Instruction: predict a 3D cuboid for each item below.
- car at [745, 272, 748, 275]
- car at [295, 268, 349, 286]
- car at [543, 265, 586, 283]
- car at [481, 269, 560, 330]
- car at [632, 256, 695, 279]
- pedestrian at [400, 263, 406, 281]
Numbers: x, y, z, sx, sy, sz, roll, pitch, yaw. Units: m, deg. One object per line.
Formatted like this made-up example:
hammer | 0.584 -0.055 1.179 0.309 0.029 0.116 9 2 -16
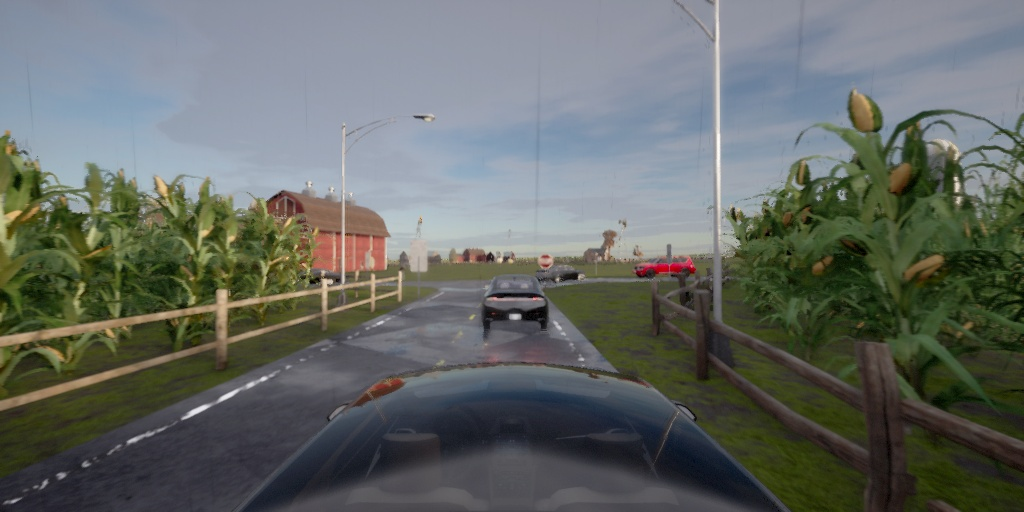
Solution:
car | 25.202 1.178 35.059 4.892 1.490 1.837 -1 -1 -7
car | -16.920 1.797 31.500 5.008 1.535 1.882 -1 -1 5
car | 3.991 1.449 29.037 4.902 1.511 2.128 -2 -1 -42
car | 0.087 1.350 11.511 2.128 1.511 4.902 0 0 0
car | 14.366 1.072 34.054 5.566 2.045 2.150 -1 -1 -4
pedestrian | -11.245 1.624 36.945 0.375 1.860 0.375 0 0 4
